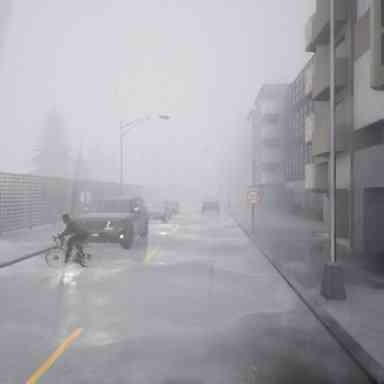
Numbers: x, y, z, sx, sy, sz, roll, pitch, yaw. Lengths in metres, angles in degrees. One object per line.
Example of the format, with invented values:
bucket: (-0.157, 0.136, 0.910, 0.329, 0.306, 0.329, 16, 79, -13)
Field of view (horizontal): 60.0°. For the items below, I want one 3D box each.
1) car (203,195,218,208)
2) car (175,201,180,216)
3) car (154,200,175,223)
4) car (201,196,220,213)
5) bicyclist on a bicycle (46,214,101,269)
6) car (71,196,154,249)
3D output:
car: (2.675, 1.352, 47.883, 2.097, 1.767, 4.553, 0, 0, 3)
car: (-2.288, 1.547, 33.400, 2.033, 1.411, 5.357, 0, 0, 4)
car: (-2.688, 1.525, 25.607, 1.812, 1.442, 4.674, 0, 0, 4)
car: (2.046, 1.504, 36.553, 1.837, 1.490, 4.892, 0, 0, 3)
bicyclist on a bicycle: (-3.487, 1.455, 9.694, 1.656, 1.620, 0.582, -2, 0, 3)
car: (-3.365, 1.222, 14.864, 2.150, 2.045, 5.566, 0, 0, 3)
